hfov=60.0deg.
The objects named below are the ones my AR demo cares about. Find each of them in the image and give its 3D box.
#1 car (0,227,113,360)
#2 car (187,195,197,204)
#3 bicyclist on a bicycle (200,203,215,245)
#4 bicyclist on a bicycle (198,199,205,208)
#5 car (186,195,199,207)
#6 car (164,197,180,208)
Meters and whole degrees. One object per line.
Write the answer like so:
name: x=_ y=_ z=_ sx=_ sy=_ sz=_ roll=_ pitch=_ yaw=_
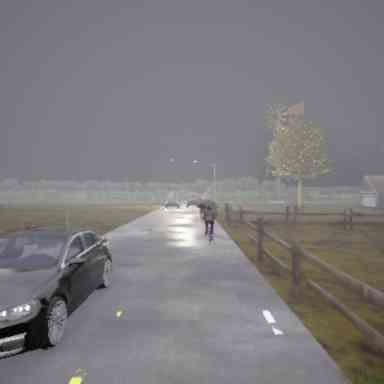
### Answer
car: x=-2.849 y=1.482 z=6.308 sx=2.128 sy=1.511 sz=4.902 roll=0 pitch=0 yaw=0
car: x=-0.003 y=1.596 z=73.610 sx=2.150 sy=2.045 sz=5.566 roll=0 pitch=-1 yaw=0
bicyclist on a bicycle: x=0.757 y=1.443 z=14.428 sx=0.582 sy=1.620 sz=1.656 roll=0 pitch=0 yaw=0
bicyclist on a bicycle: x=0.756 y=1.376 z=24.370 sx=0.659 sy=1.776 sz=1.843 roll=0 pitch=0 yaw=0
car: x=0.094 y=1.656 z=53.899 sx=1.837 sy=1.490 sz=4.892 roll=0 pitch=0 yaw=0
car: x=-2.828 y=1.459 z=48.639 sx=2.097 sy=1.767 sz=4.553 roll=0 pitch=0 yaw=0
